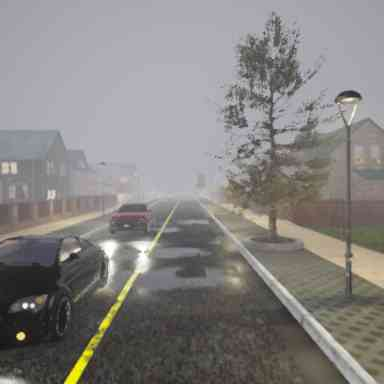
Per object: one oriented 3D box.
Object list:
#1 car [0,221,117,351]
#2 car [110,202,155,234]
[{"bbox_3d":[-2.930,1.516,6.219,1.994,1.385,4.181,-1,1,-1],"label":"car"},{"bbox_3d":[-3.109,1.295,18.075,1.882,1.535,5.008,-1,0,-1],"label":"car"}]
